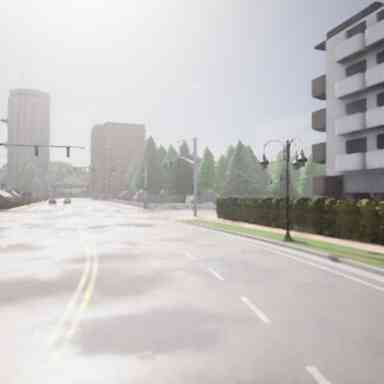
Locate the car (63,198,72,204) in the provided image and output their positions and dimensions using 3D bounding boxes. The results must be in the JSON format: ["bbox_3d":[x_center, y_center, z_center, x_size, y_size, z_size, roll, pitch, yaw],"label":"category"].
[{"bbox_3d":[-31.260,2.319,83.551,1.882,1.535,5.008,0,-1,-20],"label":"car"}]

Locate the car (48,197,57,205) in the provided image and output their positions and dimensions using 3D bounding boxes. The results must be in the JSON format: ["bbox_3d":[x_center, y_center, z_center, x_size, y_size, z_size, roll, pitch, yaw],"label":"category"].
[{"bbox_3d":[-34.543,2.424,82.337,1.895,1.301,4.718,0,-1,-20],"label":"car"}]
